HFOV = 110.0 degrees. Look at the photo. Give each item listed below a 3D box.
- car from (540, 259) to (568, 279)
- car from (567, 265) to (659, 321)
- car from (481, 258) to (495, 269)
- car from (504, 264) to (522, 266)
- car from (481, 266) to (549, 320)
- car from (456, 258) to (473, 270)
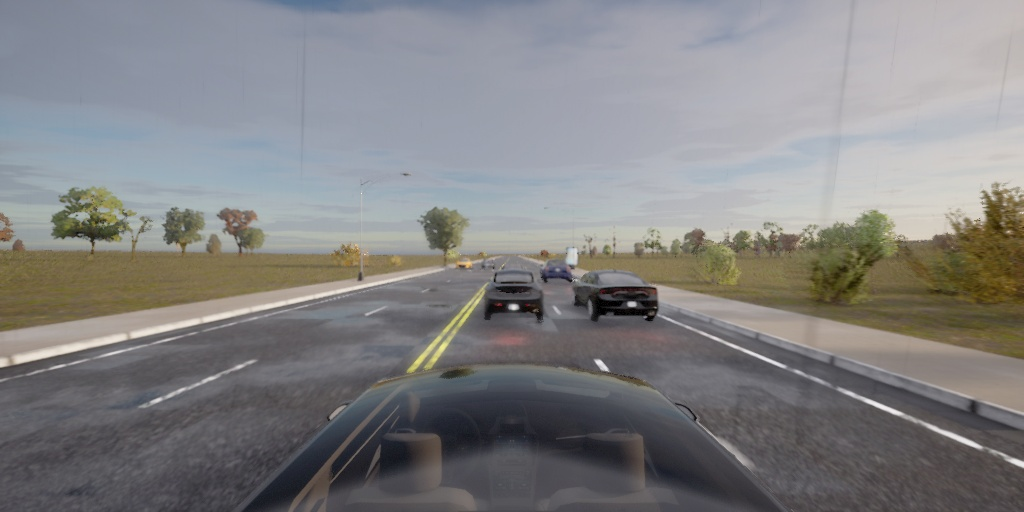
[{"bbox_3d":[3.319,1.027,27.892,2.097,1.767,4.553,0,0,0],"label":"car"},{"bbox_3d":[3.318,1.199,12.392,1.882,1.535,5.008,0,0,0],"label":"car"},{"bbox_3d":[-3.327,1.098,50.297,2.128,1.511,4.902,0,0,0],"label":"car"},{"bbox_3d":[0.063,1.280,26.760,1.895,1.301,4.718,0,0,0],"label":"car"},{"bbox_3d":[0.067,1.223,12.516,1.837,1.490,4.892,0,-1,0],"label":"car"},{"bbox_3d":[-6.575,1.087,49.996,1.882,1.535,5.008,0,0,0],"label":"car"}]
